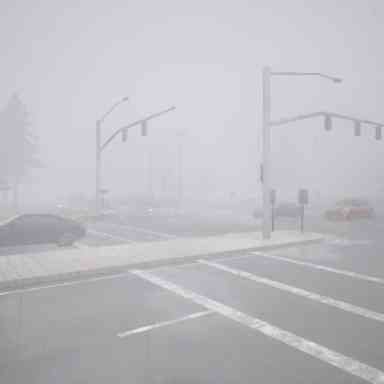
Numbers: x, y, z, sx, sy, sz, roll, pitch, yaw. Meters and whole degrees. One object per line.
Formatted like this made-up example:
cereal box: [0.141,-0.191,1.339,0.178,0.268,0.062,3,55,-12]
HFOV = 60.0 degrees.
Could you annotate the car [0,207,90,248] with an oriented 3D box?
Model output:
car: [-6.643,1.525,13.337,4.674,1.442,1.812,0,0,-35]

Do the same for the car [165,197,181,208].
car: [-3.468,1.505,49.008,1.837,1.490,4.892,0,0,-35]

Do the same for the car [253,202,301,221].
car: [7.052,1.526,27.165,4.674,1.442,1.812,0,0,-35]

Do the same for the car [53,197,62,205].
car: [-23.409,1.564,59.250,1.994,1.385,4.181,0,0,-34]

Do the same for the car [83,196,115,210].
car: [-12.049,1.505,42.956,1.837,1.490,4.892,0,0,-35]

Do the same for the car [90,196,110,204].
car: [-17.345,1.491,62.794,2.128,1.511,4.902,0,0,-35]

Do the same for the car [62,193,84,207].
car: [-17.713,1.221,51.032,2.150,2.045,5.566,0,0,-35]

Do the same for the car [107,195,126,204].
car: [-14.795,1.478,65.282,1.882,1.535,5.008,0,0,-34]

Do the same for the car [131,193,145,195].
car: [-9.006,1.222,56.931,2.150,2.045,5.566,0,0,-35]

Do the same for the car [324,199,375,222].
car: [12.699,1.352,26.812,4.553,1.767,2.097,0,0,-35]

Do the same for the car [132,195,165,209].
car: [-6.250,1.505,46.880,1.837,1.490,4.892,0,0,-35]

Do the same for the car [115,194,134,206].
car: [-11.491,1.505,54.371,1.837,1.490,4.892,0,0,-35]
